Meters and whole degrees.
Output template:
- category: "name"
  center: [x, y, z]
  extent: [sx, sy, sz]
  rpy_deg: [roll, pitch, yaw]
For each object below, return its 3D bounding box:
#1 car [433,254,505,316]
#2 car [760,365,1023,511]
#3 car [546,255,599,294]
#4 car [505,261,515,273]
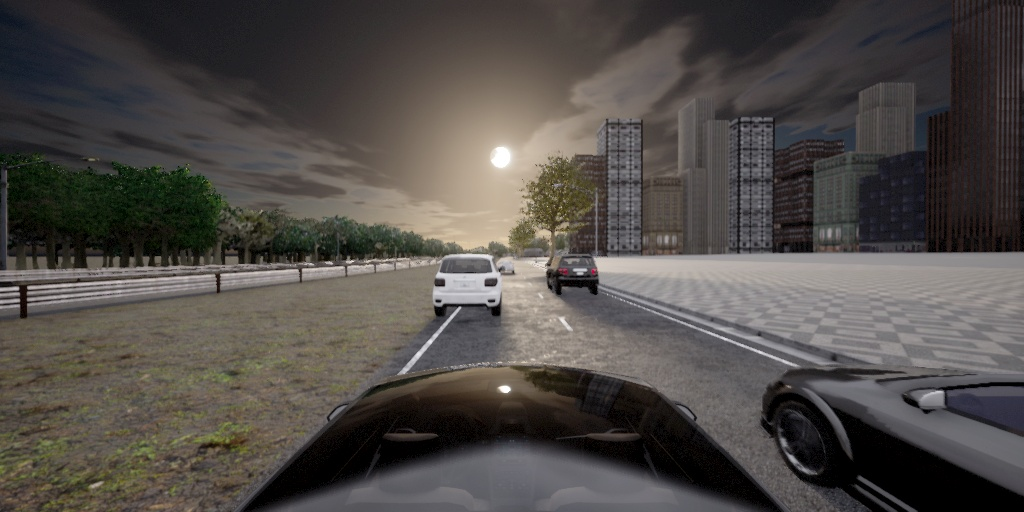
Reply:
- category: "car"
  center: [-1.465, 0.966, 13.407]
  extent: [2.150, 2.045, 5.566]
  rpy_deg: [0, 0, -1]
- category: "car"
  center: [3.570, 1.313, 1.963]
  extent: [1.994, 1.385, 4.181]
  rpy_deg: [0, 0, -1]
- category: "car"
  center: [3.242, 0.957, 19.999]
  extent: [2.150, 2.045, 5.566]
  rpy_deg: [0, -1, -1]
- category: "car"
  center: [-0.686, 1.276, 42.518]
  extent: [1.812, 1.442, 4.674]
  rpy_deg: [0, 0, -1]
